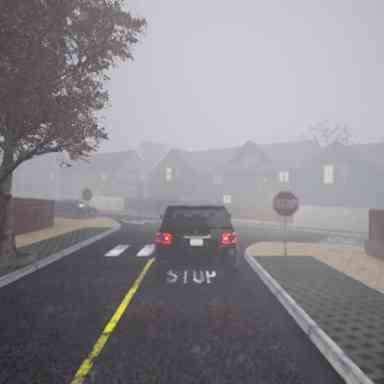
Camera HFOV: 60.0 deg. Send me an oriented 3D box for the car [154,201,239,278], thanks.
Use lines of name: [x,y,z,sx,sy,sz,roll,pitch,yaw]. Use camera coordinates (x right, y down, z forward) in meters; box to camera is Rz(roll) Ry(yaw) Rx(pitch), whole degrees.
car: [0.125,1.278,10.449,2.150,2.045,5.566,0,0,0]

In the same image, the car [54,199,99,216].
car: [-10.669,1.318,29.427,5.357,1.411,2.033,2,0,32]

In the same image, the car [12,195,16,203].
car: [-19.115,1.035,34.724,4.181,1.385,1.994,2,-1,32]

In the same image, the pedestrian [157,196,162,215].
pedestrian: [-3.121,1.240,31.618,0.375,1.860,0.375,-1,-5,32]
